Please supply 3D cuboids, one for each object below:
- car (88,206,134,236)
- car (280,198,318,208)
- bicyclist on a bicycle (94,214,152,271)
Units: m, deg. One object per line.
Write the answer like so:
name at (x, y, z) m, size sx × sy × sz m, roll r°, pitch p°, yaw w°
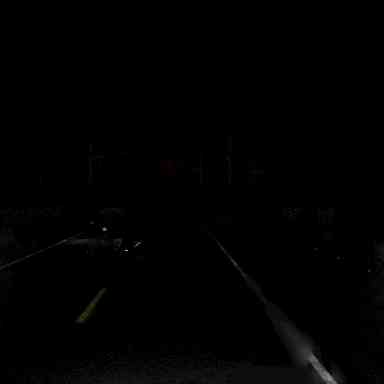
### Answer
car at (-4.338, 1.526, 18.472) m, size 1.812 × 1.442 × 4.674 m, roll 0°, pitch 0°, yaw -2°
car at (13.432, 1.510, 41.510) m, size 4.674 × 1.442 × 1.812 m, roll 0°, pitch 0°, yaw -1°
bicyclist on a bicycle at (-1.989, 1.453, 9.460) m, size 1.656 × 1.620 × 0.582 m, roll -2°, pitch 0°, yaw -3°
